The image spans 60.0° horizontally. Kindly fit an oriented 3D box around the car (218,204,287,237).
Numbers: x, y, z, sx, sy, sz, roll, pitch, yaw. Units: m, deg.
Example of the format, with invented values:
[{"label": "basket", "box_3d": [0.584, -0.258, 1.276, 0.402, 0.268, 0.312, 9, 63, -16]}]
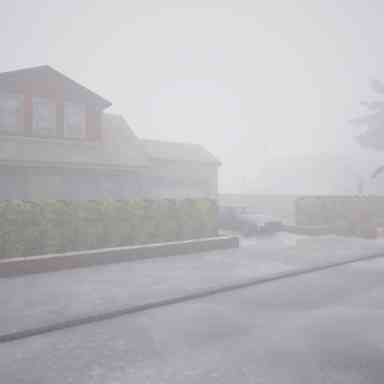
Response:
[{"label": "car", "box_3d": [2.260, 1.356, 16.995, 2.033, 1.415, 5.357, 0, 0, -33]}]
